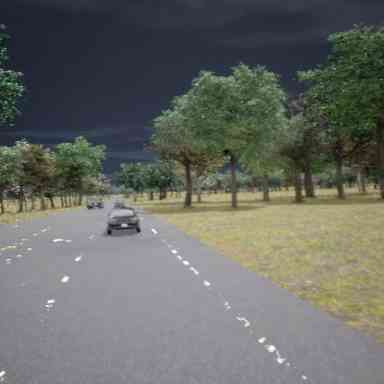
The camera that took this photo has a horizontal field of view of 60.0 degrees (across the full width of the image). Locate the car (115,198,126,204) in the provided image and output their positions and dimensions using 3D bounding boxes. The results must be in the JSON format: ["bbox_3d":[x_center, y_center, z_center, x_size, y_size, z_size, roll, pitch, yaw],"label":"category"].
[{"bbox_3d":[-12.171,2.073,56.369,2.033,1.411,5.357,-3,0,-13],"label":"car"}]

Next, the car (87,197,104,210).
[{"bbox_3d":[-16.855,1.980,58.199,2.150,2.045,5.566,-2,0,-7],"label":"car"}]

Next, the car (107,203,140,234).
[{"bbox_3d":[-4.217,1.681,20.450,1.812,1.442,4.674,-3,0,-13],"label":"car"}]
